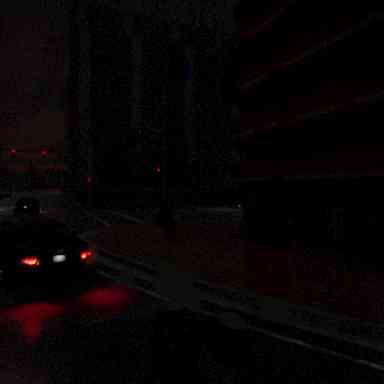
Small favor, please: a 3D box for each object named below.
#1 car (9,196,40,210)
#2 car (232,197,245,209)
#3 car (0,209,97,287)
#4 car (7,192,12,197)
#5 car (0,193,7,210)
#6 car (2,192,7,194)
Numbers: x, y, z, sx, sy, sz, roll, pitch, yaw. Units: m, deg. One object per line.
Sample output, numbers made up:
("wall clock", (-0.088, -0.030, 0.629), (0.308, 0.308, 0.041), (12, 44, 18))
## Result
("car", (-14.390, 1.242, 29.068), (2.033, 1.411, 5.357), (0, 0, -23))
("car", (7.211, 1.175, 40.562), (4.553, 1.767, 2.097), (0, 0, -22))
("car", (-4.404, 1.439, 9.099), (2.033, 1.411, 5.357), (0, 1, -38))
("car", (-39.790, 0.688, 71.076), (1.895, 1.301, 4.718), (0, 0, -23))
("car", (-18.782, 1.135, 30.507), (2.128, 1.511, 4.902), (0, 0, -23))
("car", (-34.757, 0.835, 59.129), (1.895, 1.301, 4.718), (0, 0, -23))
